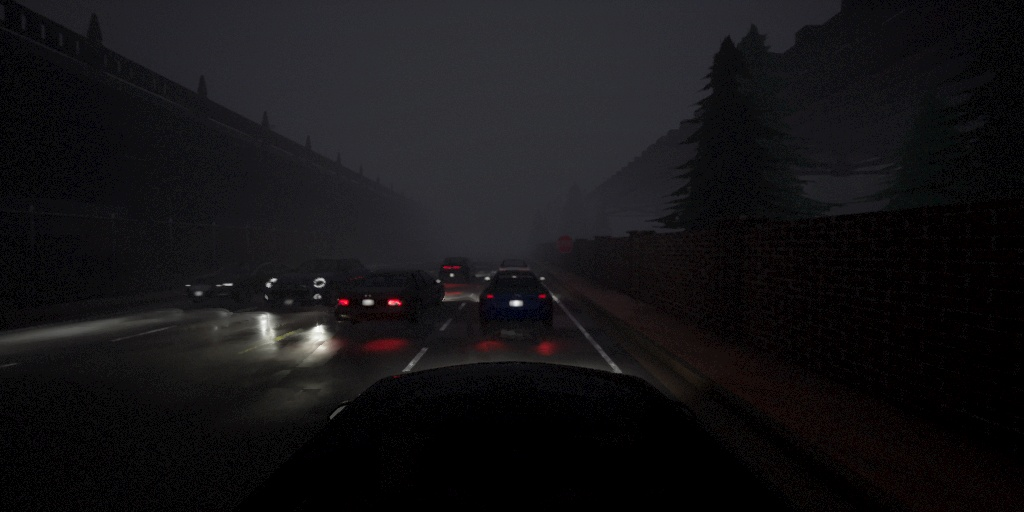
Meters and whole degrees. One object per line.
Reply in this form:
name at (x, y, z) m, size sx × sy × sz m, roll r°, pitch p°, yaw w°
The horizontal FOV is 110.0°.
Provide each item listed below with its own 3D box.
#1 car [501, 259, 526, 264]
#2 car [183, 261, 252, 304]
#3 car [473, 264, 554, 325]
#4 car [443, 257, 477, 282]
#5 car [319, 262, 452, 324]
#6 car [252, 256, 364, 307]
car at (0.107, 0.872, 22.756) m, size 1.895 × 1.301 × 4.718 m, roll 0°, pitch 1°, yaw -1°
car at (-10.585, 0.949, 14.561) m, size 2.128 × 1.511 × 4.902 m, roll 0°, pitch 1°, yaw 0°
car at (0.095, 1.101, 10.854) m, size 1.994 × 1.385 × 4.181 m, roll 0°, pitch 1°, yaw 0°
car at (-3.395, 0.778, 22.701) m, size 1.837 × 1.490 × 4.892 m, roll 0°, pitch 1°, yaw 0°
car at (-3.403, 1.087, 10.983) m, size 2.033 × 1.411 × 5.357 m, roll 0°, pitch 1°, yaw 0°
car at (-7.087, 0.831, 13.616) m, size 2.097 × 1.767 × 4.553 m, roll 0°, pitch 1°, yaw 0°
